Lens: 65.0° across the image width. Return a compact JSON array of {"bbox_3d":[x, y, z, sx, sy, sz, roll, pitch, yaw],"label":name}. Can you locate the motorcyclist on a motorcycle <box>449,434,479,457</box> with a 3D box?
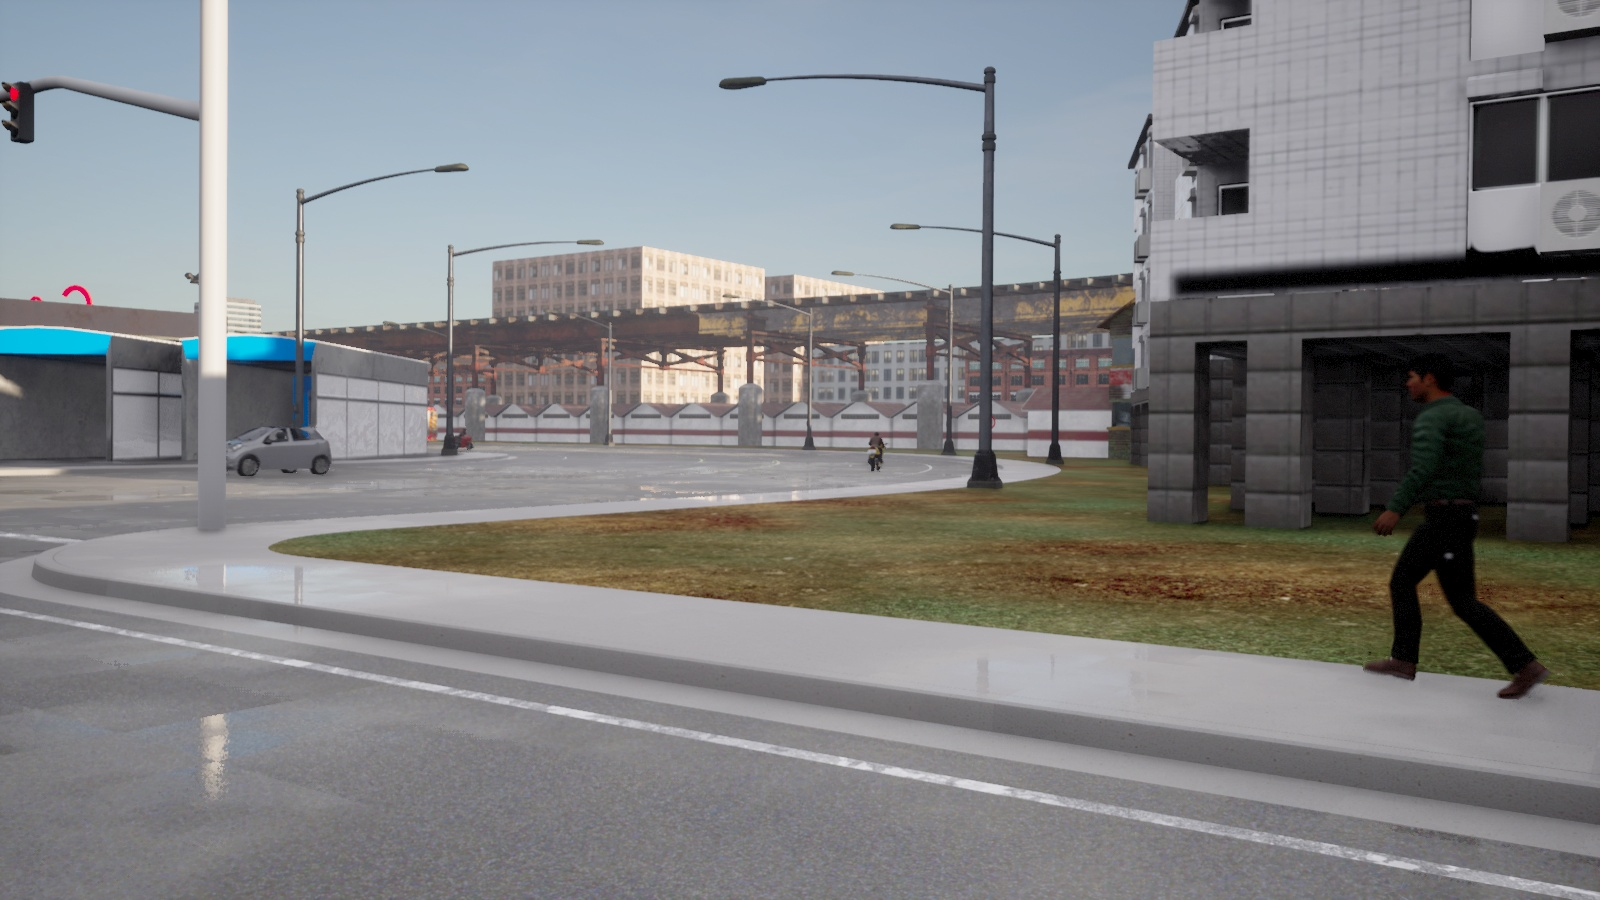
[{"bbox_3d":[-22.727,-0.293,84.928,2.044,1.523,0.797,0,1,36],"label":"motorcyclist on a motorcycle"}]

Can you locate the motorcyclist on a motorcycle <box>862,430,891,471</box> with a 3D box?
[{"bbox_3d":[2.944,0.011,48.127,0.797,1.523,2.044,-1,1,13],"label":"motorcyclist on a motorcycle"}]

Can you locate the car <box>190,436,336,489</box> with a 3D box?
[{"bbox_3d":[-16.149,0.347,37.901,1.845,1.501,3.633,0,1,31],"label":"car"}]

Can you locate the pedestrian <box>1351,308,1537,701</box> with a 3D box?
[{"bbox_3d":[3.405,0.269,6.654,0.788,1.949,0.423,0,1,44],"label":"pedestrian"}]
